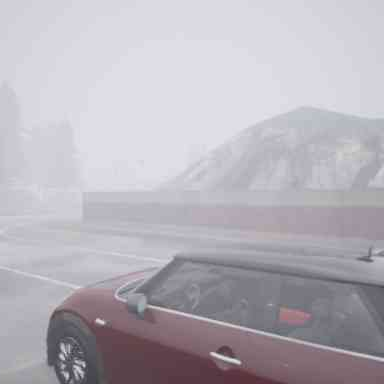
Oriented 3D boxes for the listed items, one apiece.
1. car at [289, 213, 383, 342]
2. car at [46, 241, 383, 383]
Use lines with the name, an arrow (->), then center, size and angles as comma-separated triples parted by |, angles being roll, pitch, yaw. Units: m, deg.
car -> 4.161, 1.351, 5.323 | 4.553, 1.767, 2.097 | 0, 0, 35
car -> 0.394, 1.361, 3.710 | 4.553, 1.767, 2.097 | 0, 0, 36
